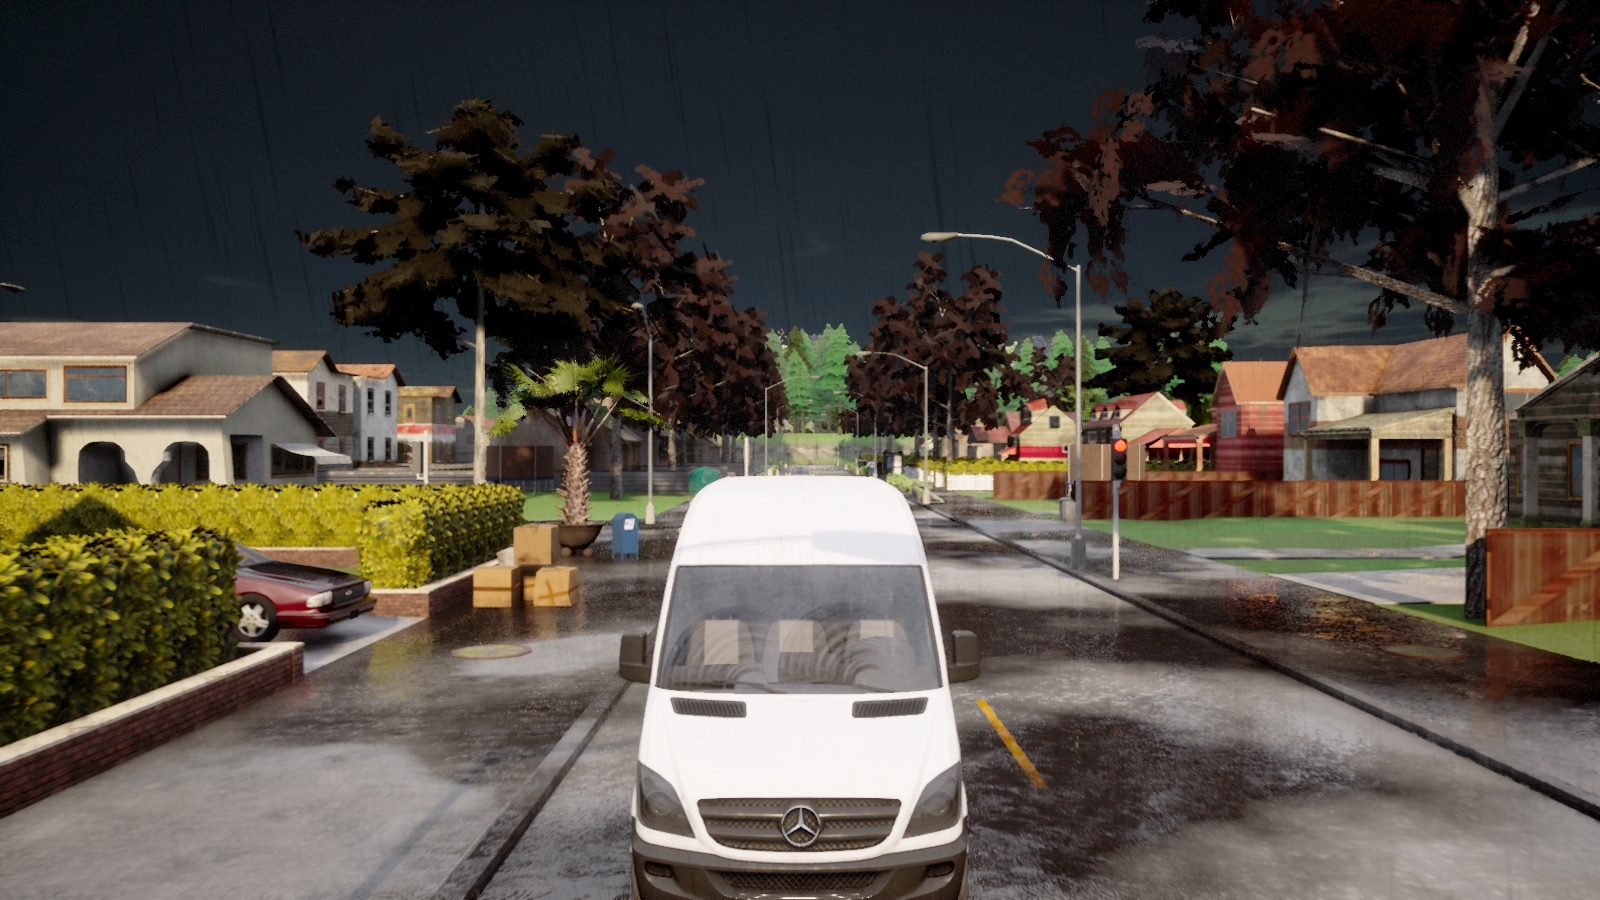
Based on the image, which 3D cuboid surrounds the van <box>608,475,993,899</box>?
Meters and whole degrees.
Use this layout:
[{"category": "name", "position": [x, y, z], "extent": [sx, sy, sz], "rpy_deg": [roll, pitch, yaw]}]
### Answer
[{"category": "van", "position": [0.002, 1.534, 8.846], "extent": [1.988, 2.561, 5.915], "rpy_deg": [0, 0, 0]}]
